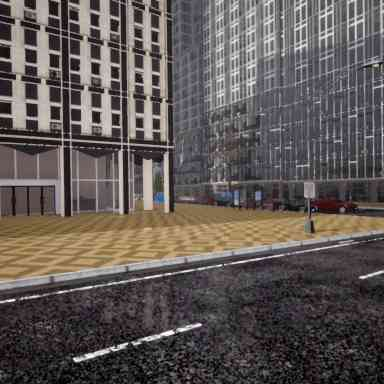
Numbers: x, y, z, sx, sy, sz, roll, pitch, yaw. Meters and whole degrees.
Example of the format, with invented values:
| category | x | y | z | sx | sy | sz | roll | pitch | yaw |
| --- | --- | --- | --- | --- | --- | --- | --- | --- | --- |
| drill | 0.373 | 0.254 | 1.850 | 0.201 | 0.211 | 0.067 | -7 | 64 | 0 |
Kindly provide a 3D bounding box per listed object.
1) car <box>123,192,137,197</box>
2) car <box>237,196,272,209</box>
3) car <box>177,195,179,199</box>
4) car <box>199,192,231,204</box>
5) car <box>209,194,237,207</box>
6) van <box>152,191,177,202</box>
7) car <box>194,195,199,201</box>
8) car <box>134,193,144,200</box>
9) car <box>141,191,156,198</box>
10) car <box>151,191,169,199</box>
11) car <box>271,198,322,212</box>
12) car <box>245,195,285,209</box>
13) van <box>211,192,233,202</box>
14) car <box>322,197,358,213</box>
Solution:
| category | x | y | z | sx | sy | sz | roll | pitch | yaw |
| --- | --- | --- | --- | --- | --- | --- | --- | --- | --- |
| car | -17.118 | 0.689 | 91.715 | 2.008 | 1.369 | 4.403 | 0 | 1 | -34 |
| car | 7.795 | 1.388 | 39.935 | 1.802 | 1.307 | 4.206 | 0 | 1 | -34 |
| car | -4.343 | 0.936 | 72.911 | 1.802 | 1.307 | 4.206 | 0 | 1 | -34 |
| car | 3.601 | 1.011 | 50.885 | 2.097 | 1.767 | 4.553 | -1 | 1 | -35 |
| car | 4.650 | 1.319 | 44.668 | 1.947 | 1.339 | 4.313 | 0 | 1 | -34 |
| van | -4.887 | 0.937 | 58.798 | 1.690 | 1.788 | 3.998 | 0 | 1 | -34 |
| car | 2.045 | 1.043 | 63.508 | 1.802 | 1.307 | 4.206 | 0 | 1 | -34 |
| car | -11.275 | 1.040 | 68.203 | 2.008 | 1.369 | 4.403 | 0 | 1 | -34 |
| car | -10.731 | 0.686 | 82.311 | 1.967 | 1.590 | 4.097 | 0 | 1 | -34 |
| car | -7.537 | 0.615 | 77.609 | 2.192 | 1.841 | 5.009 | 0 | 1 | -34 |
| car | 10.975 | 1.424 | 35.221 | 1.947 | 1.339 | 4.313 | 0 | 1 | -34 |
| car | 9.255 | 1.228 | 42.580 | 1.882 | 1.535 | 5.008 | -1 | 1 | -34 |
| van | 5.239 | 0.855 | 58.804 | 1.690 | 1.788 | 3.998 | 0 | 1 | -34 |
| car | 14.655 | 1.315 | 34.629 | 1.882 | 1.535 | 5.008 | -1 | 1 | -34 |
